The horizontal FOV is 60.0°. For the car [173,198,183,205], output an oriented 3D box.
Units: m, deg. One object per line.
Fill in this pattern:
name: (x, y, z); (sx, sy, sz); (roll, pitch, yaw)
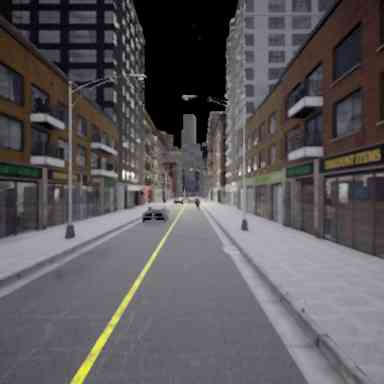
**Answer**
car: (-2.718, 1.905, 67.974); (2.033, 1.411, 5.357); (0, 0, 0)

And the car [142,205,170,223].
car: (-2.836, 1.728, 26.706); (1.895, 1.301, 4.718); (0, 0, 0)

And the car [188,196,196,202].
car: (0.041, 1.843, 85.952); (2.128, 1.511, 4.902); (0, 0, 0)

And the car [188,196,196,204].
car: (0.035, 1.930, 74.416); (2.033, 1.411, 5.357); (0, 0, 0)

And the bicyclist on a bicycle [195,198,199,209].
bicyclist on a bicycle: (0.778, 1.699, 49.583); (0.582, 1.620, 1.656); (0, -1, 0)

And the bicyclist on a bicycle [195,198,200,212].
bicyclist on a bicycle: (0.775, 1.651, 40.587); (0.582, 1.620, 1.656); (0, -1, 0)
